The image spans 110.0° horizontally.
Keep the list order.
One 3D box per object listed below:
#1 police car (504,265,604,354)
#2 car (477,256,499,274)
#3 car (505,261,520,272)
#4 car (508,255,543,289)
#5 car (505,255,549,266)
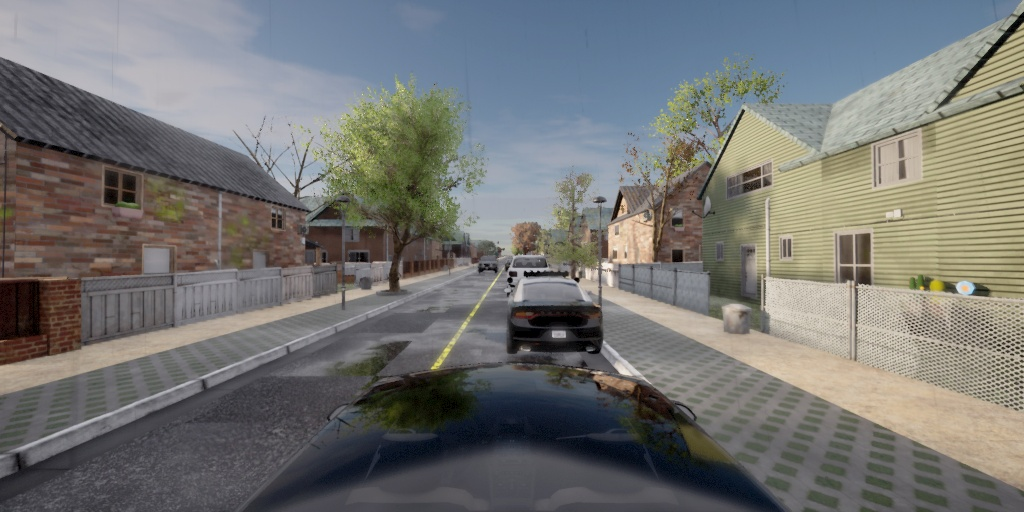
[{"bbox_3d":[0.829,1.177,8.909,1.930,1.638,5.238,0,0,0],"label":"police car"},{"bbox_3d":[-2.731,0.972,41.784,2.150,2.045,5.566,0,0,0],"label":"car"},{"bbox_3d":[0.053,1.349,46.646,1.895,1.301,4.718,0,0,1],"label":"car"},{"bbox_3d":[0.837,0.979,24.833,2.150,2.045,5.566,0,0,0],"label":"car"},{"bbox_3d":[0.834,0.978,18.832,2.150,2.045,5.566,0,0,0],"label":"car"}]
